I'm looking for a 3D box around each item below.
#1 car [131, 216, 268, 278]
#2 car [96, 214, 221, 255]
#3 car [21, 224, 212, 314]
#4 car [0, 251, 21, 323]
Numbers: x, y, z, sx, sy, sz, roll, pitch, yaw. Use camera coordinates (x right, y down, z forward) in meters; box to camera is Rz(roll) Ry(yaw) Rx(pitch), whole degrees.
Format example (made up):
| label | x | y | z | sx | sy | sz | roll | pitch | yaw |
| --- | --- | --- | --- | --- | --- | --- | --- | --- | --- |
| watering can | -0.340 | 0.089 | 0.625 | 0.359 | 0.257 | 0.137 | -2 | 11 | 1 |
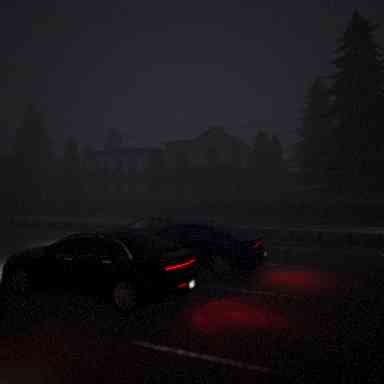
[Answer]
| label | x | y | z | sx | sy | sz | roll | pitch | yaw |
| --- | --- | --- | --- | --- | --- | --- | --- | --- | --- |
| car | -0.127 | 1.661 | 10.688 | 5.008 | 1.535 | 1.882 | 0 | -1 | 24 |
| car | -1.560 | 1.804 | 15.143 | 5.357 | 1.411 | 2.033 | 0 | -1 | 24 |
| car | -2.205 | 1.637 | 7.780 | 4.892 | 1.490 | 1.837 | 0 | -1 | 24 |
| car | -5.314 | 1.438 | 5.328 | 4.553 | 1.767 | 2.097 | 0 | -1 | 24 |
